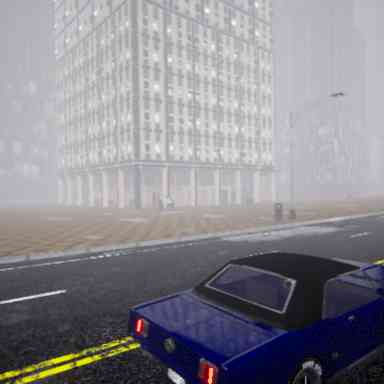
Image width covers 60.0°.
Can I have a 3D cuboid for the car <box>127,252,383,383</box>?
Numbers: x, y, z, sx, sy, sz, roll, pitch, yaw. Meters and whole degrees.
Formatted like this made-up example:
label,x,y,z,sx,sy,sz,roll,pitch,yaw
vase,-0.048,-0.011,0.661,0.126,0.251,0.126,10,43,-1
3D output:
label,x,y,z,sx,sy,sz,roll,pitch,yaw
car,1.633,1.543,4.666,4.718,1.301,1.895,-1,1,-36
